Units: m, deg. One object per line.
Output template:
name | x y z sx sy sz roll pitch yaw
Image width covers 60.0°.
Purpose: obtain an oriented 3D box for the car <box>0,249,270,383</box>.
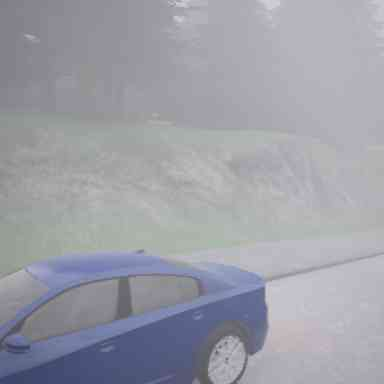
car | -1.313 1.476 3.666 5.008 1.535 1.882 0 0 -35
